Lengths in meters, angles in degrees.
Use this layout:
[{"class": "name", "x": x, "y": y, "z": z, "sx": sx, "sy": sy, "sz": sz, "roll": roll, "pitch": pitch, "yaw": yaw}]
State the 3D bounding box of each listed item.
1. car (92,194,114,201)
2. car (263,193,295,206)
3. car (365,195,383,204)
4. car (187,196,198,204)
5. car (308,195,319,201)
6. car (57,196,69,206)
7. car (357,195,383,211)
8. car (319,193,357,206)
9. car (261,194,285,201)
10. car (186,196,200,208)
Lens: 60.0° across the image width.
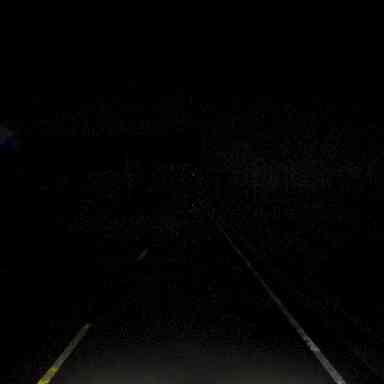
[{"class": "car", "x": -19.619, "y": 1.243, "z": 73.429, "sx": 4.674, "sy": 1.442, "sz": 1.812, "roll": 0, "pitch": 0, "yaw": 0}, {"class": "car", "x": 12.694, "y": 1.304, "z": 47.575, "sx": 3.806, "sy": 1.475, "sz": 1.970, "roll": 0, "pitch": 0, "yaw": 0}, {"class": "car", "x": 31.144, "y": 1.233, "z": 54.661, "sx": 4.514, "sy": 1.523, "sz": 2.007, "roll": 0, "pitch": 0, "yaw": -1}, {"class": "car", "x": 0.138, "y": 1.470, "z": 61.763, "sx": 2.033, "sy": 1.411, "sz": 5.357, "roll": 0, "pitch": 0, "yaw": 1}, {"class": "car", "x": 28.458, "y": 1.260, "z": 73.575, "sx": 5.357, "sy": 1.411, "sz": 2.033, "roll": 0, "pitch": 0, "yaw": 0}, {"class": "car", "x": -20.717, "y": 1.417, "z": 51.255, "sx": 2.242, "sy": 1.667, "sz": 4.611, "roll": 0, "pitch": 0, "yaw": 0}, {"class": "car", "x": 20.533, "y": 1.256, "z": 35.201, "sx": 4.514, "sy": 1.523, "sz": 2.007, "roll": 0, "pitch": 0, "yaw": -1}, {"class": "car", "x": 21.173, "y": 1.040, "z": 47.662, "sx": 4.605, "sy": 1.855, "sz": 1.932, "roll": 0, "pitch": 0, "yaw": 0}, {"class": "car", "x": 17.916, "y": 1.245, "z": 73.543, "sx": 4.902, "sy": 1.511, "sz": 2.128, "roll": 0, "pitch": 0, "yaw": 0}, {"class": "car", "x": 0.110, "y": 1.449, "z": 47.281, "sx": 1.837, "sy": 1.490, "sz": 4.892, "roll": 0, "pitch": 0, "yaw": 0}]
